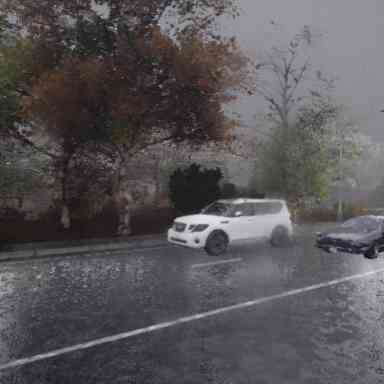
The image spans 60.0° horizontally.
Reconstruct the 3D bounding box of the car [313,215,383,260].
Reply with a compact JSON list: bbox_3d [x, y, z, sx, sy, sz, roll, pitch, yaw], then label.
[{"bbox_3d":[7.142,1.651,13.124,5.357,1.411,2.033,1,0,-34],"label":"car"}]

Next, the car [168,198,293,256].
[{"bbox_3d":[1.768,1.291,13.702,5.566,2.045,2.150,1,0,-34],"label":"car"}]
